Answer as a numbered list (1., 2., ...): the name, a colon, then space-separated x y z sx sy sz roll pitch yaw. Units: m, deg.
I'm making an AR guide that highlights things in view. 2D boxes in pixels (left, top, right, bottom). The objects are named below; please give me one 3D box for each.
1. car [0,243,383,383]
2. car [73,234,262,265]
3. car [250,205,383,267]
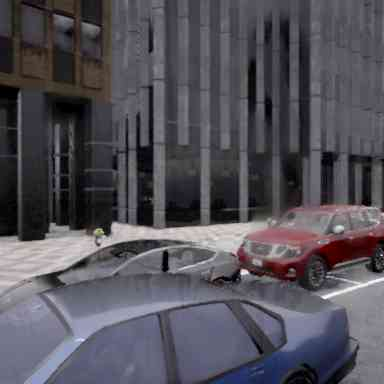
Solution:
1. car: -0.680 1.549 2.895 5.357 1.411 2.033 0 0 -36
2. car: -1.019 1.569 5.926 4.313 1.339 1.947 0 0 -36
3. car: 3.568 1.325 9.202 5.009 1.841 2.192 0 0 -36
